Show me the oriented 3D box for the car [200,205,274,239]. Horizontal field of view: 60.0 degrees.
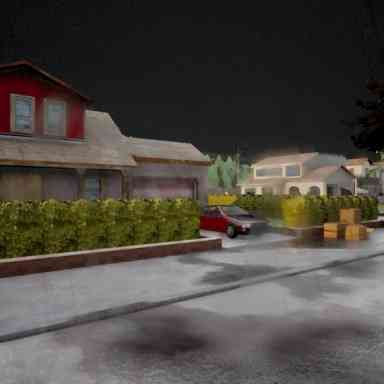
[{"bbox_3d":[1.530,1.356,16.517,2.033,1.415,5.357,0,0,-33],"label":"car"}]
